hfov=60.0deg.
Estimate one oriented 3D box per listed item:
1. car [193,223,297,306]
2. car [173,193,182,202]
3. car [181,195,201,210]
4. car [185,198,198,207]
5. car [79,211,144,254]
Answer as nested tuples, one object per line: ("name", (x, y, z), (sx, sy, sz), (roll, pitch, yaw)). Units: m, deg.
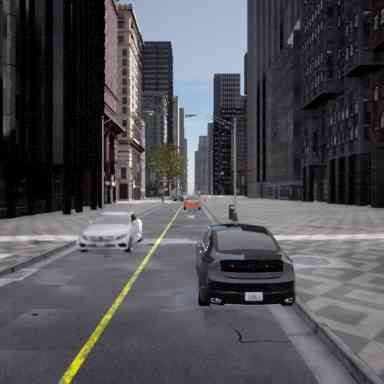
("car", (1.036, 1.507, 8.006), (1.837, 1.490, 4.892), (0, 0, 0))
("car", (-3.155, 1.321, 78.487), (2.150, 2.045, 5.566), (0, 0, 0))
("car", (0.005, 1.377, 42.611), (2.097, 1.767, 4.553), (0, 0, -1))
("car", (-0.103, 1.605, 52.584), (1.994, 1.385, 4.181), (0, 0, 0))
("car", (-3.128, 1.529, 13.717), (1.812, 1.442, 4.674), (0, 0, 0))
